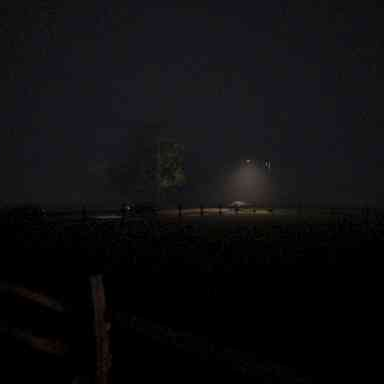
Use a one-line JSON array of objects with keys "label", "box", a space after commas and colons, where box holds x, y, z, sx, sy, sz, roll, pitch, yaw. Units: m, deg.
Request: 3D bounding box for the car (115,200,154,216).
[{"label": "car", "box": [-6.183, 1.681, 36.446, 2.097, 1.767, 4.553, 0, -1, 38]}]

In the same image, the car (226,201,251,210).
[{"label": "car", "box": [7.695, 2.202, 54.192, 2.033, 1.411, 5.357, 1, -1, 38]}]

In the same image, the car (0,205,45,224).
[{"label": "car", "box": [-13.962, 1.703, 26.425, 1.994, 1.385, 4.181, 1, -1, 37]}]
